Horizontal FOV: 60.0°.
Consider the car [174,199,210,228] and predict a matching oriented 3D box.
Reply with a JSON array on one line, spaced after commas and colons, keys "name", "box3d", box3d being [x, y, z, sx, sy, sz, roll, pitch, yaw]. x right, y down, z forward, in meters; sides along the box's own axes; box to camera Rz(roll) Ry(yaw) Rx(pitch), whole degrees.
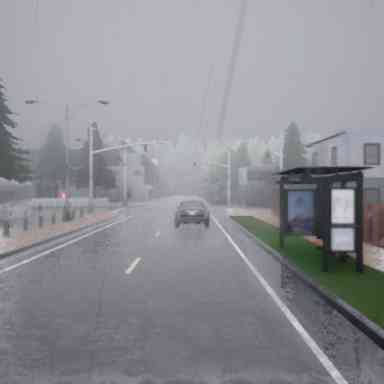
[{"name": "car", "box3d": [0.027, 1.242, 21.173, 2.097, 1.767, 4.553, 0, 0, 0]}]
